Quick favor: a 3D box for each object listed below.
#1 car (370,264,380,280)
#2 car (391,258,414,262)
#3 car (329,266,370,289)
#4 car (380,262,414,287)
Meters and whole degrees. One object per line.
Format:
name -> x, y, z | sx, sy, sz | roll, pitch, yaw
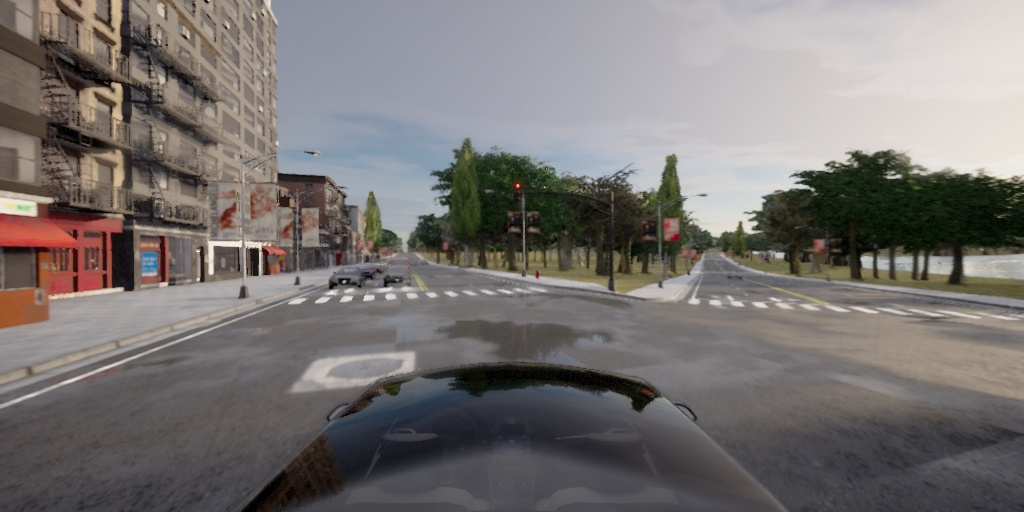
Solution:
car -> -14.225, 1.605, 34.648 | 1.895, 1.301, 4.718 | -1, 0, -16
car -> -11.140, 1.194, 35.694 | 2.150, 2.045, 5.566 | -1, 0, -16
car -> -11.366, 1.483, 25.022 | 1.994, 1.385, 4.181 | -1, 0, -16
car -> -8.420, 1.395, 26.530 | 1.837, 1.490, 4.892 | -1, 0, -16
